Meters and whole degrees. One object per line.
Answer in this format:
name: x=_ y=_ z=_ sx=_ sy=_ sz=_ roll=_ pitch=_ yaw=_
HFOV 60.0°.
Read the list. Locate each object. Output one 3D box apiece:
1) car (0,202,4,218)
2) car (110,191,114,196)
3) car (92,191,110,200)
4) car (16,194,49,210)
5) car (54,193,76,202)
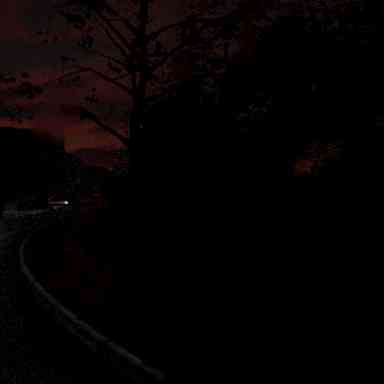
car: x=-15.185 y=1.189 z=23.521 sx=1.882 sy=1.535 sz=5.008 roll=0 pitch=1 yaw=-7
car: x=-16.815 y=0.422 z=66.648 sx=1.895 sy=1.301 sz=4.718 roll=0 pitch=1 yaw=-6
car: x=-15.630 y=0.555 z=56.265 sx=1.837 sy=1.490 sz=4.892 roll=0 pitch=1 yaw=-7
car: x=-16.473 y=0.961 z=34.558 sx=1.882 sy=1.535 sz=5.008 roll=0 pitch=1 yaw=-7
car: x=-17.880 y=0.824 z=46.854 sx=1.895 sy=1.301 sz=4.718 roll=0 pitch=1 yaw=-6
